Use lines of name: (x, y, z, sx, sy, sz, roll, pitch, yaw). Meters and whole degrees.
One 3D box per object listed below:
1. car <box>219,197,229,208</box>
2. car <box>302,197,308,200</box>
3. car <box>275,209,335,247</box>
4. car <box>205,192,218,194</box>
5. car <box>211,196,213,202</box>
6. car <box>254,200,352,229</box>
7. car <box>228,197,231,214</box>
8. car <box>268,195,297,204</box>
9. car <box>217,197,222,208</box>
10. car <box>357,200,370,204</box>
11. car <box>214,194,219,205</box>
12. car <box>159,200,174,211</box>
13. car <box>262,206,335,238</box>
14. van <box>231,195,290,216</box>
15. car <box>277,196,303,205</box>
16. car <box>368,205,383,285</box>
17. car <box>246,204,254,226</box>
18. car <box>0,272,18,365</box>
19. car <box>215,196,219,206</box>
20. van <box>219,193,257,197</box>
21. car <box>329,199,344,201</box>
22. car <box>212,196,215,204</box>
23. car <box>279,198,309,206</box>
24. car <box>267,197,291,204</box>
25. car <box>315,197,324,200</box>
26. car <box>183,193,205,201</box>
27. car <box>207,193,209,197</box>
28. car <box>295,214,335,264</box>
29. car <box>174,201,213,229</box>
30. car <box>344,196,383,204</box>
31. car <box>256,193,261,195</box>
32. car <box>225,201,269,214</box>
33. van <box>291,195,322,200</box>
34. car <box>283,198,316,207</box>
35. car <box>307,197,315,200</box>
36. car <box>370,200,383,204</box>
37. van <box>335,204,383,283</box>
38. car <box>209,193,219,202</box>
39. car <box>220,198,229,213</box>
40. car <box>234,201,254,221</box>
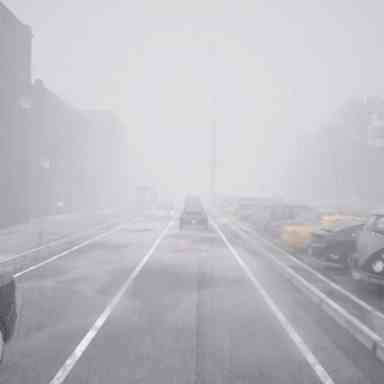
car: (6.250, 1.758, 41.092, 5.008, 1.535, 2.097, 0, 0, 0)
car: (19.371, 1.831, 49.423, 4.674, 1.452, 2.002, 0, 0, 0)
car: (6.331, 1.609, 13.258, 5.366, 1.575, 1.946, 0, 0, 0)
car: (6.412, 1.479, 88.435, 4.553, 1.767, 2.185, 0, 1, 0)
car: (6.317, 1.825, 57.792, 5.008, 1.535, 2.097, 0, 0, 0)
car: (6.136, 1.520, 18.827, 4.553, 1.767, 2.185, 0, 0, 0)
car: (6.191, 1.593, 32.743, 4.553, 1.767, 2.185, 0, 0, 0)
car: (19.486, 1.587, 71.837, 5.566, 2.045, 2.435, 0, 0, 0)
car: (6.272, 1.770, 43.875, 5.008, 1.535, 2.097, 0, 0, 0)
car: (19.305, 1.757, 32.713, 4.674, 1.452, 2.002, 0, 0, 0)
car: (6.269, 1.679, 52.351, 4.553, 1.767, 2.185, 0, 0, 0)
car: (-3.341, 1.781, 44.949, 1.812, 1.442, 4.674, 0, 0, 0)
car: (6.163, 1.630, 16.041, 4.892, 1.521, 2.231, 0, 0, 0)
van: (6.094, 1.480, 30.023, 4.442, 1.987, 1.878, 0, 0, 0)
car: (19.467, 1.725, 66.257, 4.553, 1.767, 2.185, 0, 0, 0)
car: (6.084, 1.309, 4.910, 5.566, 2.045, 2.435, 0, 0, 0)
car: (6.181, 1.701, 21.608, 4.674, 1.452, 2.002, 0, 0, 0)
car: (-3.348, 1.497, 2.560, 1.882, 1.535, 5.008, 0, 0, 0)
car: (6.295, 1.794, 49.442, 4.892, 1.521, 2.231, 0, 0, 0)
van: (6.395, 1.556, 46.659, 4.442, 1.987, 1.878, 0, 0, 0)
car: (19.296, 1.493, 38.284, 5.566, 2.045, 2.435, 0, 0, 0)
car: (6.497, 1.812, 55.008, 5.366, 1.575, 1.946, 0, 0, 0)
car: (19.419, 1.845, 63.471, 5.008, 1.535, 2.097, 0, 0, 0)
car: (19.474, 1.819, 74.627, 5.008, 1.535, 2.097, 0, 1, 0)
car: (19.353, 1.769, 43.853, 4.892, 1.521, 2.231, 0, 0, 0)
car: (0.103, 1.459, 40.645, 2.150, 2.045, 5.566, 0, 0, 0)
car: (6.431, 1.671, 77.295, 4.553, 1.767, 2.185, 0, 1, 0)
car: (6.128, 1.596, 10.475, 4.892, 1.521, 2.231, 0, 0, 0)
car: (0.111, 1.639, 22.642, 2.128, 1.511, 4.902, 0, 0, 0)
car: (19.282, 1.605, 35.499, 4.553, 1.767, 2.185, 0, 0, 0)
car: (19.507, 1.663, 85.651, 4.892, 1.521, 2.231, 0, 1, 0)
car: (6.247, 1.786, 38.308, 4.674, 1.452, 2.002, 0, 0, 0)
van: (19.274, 1.587, 54.994, 4.442, 1.987, 1.878, 0, 0, 0)
car: (19.598, 1.831, 60.562, 5.366, 1.575, 1.946, 0, 0, 0)
car: (19.363, 1.780, 46.638, 5.008, 1.535, 2.097, 0, 0, 0)
car: (19.286, 1.703, 29.929, 5.008, 1.535, 2.097, 0, 0, 0)
van: (6.006, 1.352, 7.694, 4.442, 1.987, 1.878, 0, 0, 0)
car: (6.361, 1.585, 60.576, 5.566, 2.045, 2.435, 0, 0, 0)
car: (6.048, 1.729, 35.526, 5.366, 1.575, 1.946, 0, 0, 0)
car: (6.171, 1.721, 27.175, 4.792, 1.488, 2.163, 0, 0, 0)
